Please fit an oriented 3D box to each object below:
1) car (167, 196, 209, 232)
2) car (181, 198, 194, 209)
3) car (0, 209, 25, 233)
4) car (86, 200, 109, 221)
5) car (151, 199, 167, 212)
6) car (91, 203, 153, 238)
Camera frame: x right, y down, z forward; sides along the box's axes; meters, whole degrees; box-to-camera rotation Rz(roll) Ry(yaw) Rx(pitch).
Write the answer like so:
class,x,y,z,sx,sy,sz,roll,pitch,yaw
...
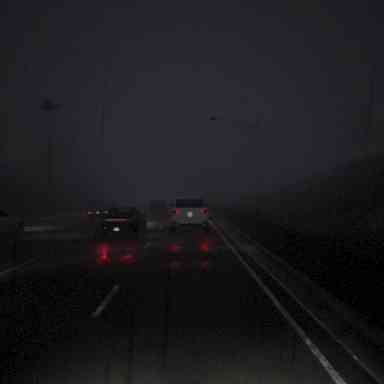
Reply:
class,x,y,z,sx,sy,sz,roll,pitch,yaw
car,-0.154,1.266,20.580,2.150,2.045,5.566,0,0,-1
car,-0.646,1.632,49.703,1.812,1.442,4.674,0,0,-1
car,-10.597,1.594,17.421,1.812,1.442,4.674,0,0,-1
car,-7.285,1.629,28.052,2.033,1.411,5.357,0,0,-1
car,-3.988,1.574,40.213,1.882,1.535,5.008,0,0,-1
car,-3.598,1.541,18.063,2.128,1.511,4.902,0,0,-1
